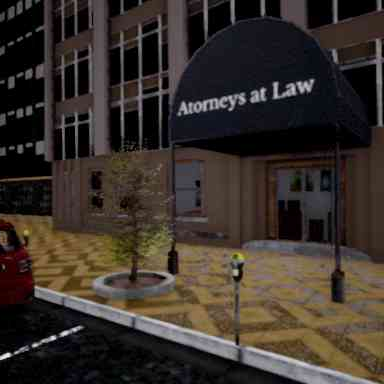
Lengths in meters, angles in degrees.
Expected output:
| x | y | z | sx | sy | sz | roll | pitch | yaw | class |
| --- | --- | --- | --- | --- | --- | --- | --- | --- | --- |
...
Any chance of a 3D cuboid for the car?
| x | y | z | sx | sy | sz | roll | pitch | yaw | class |
| --- | --- | --- | --- | --- | --- | --- | --- | --- | --- |
| -4.997 | 1.388 | 6.279 | 5.009 | 1.841 | 2.192 | -1 | 0 | 35 | car |
